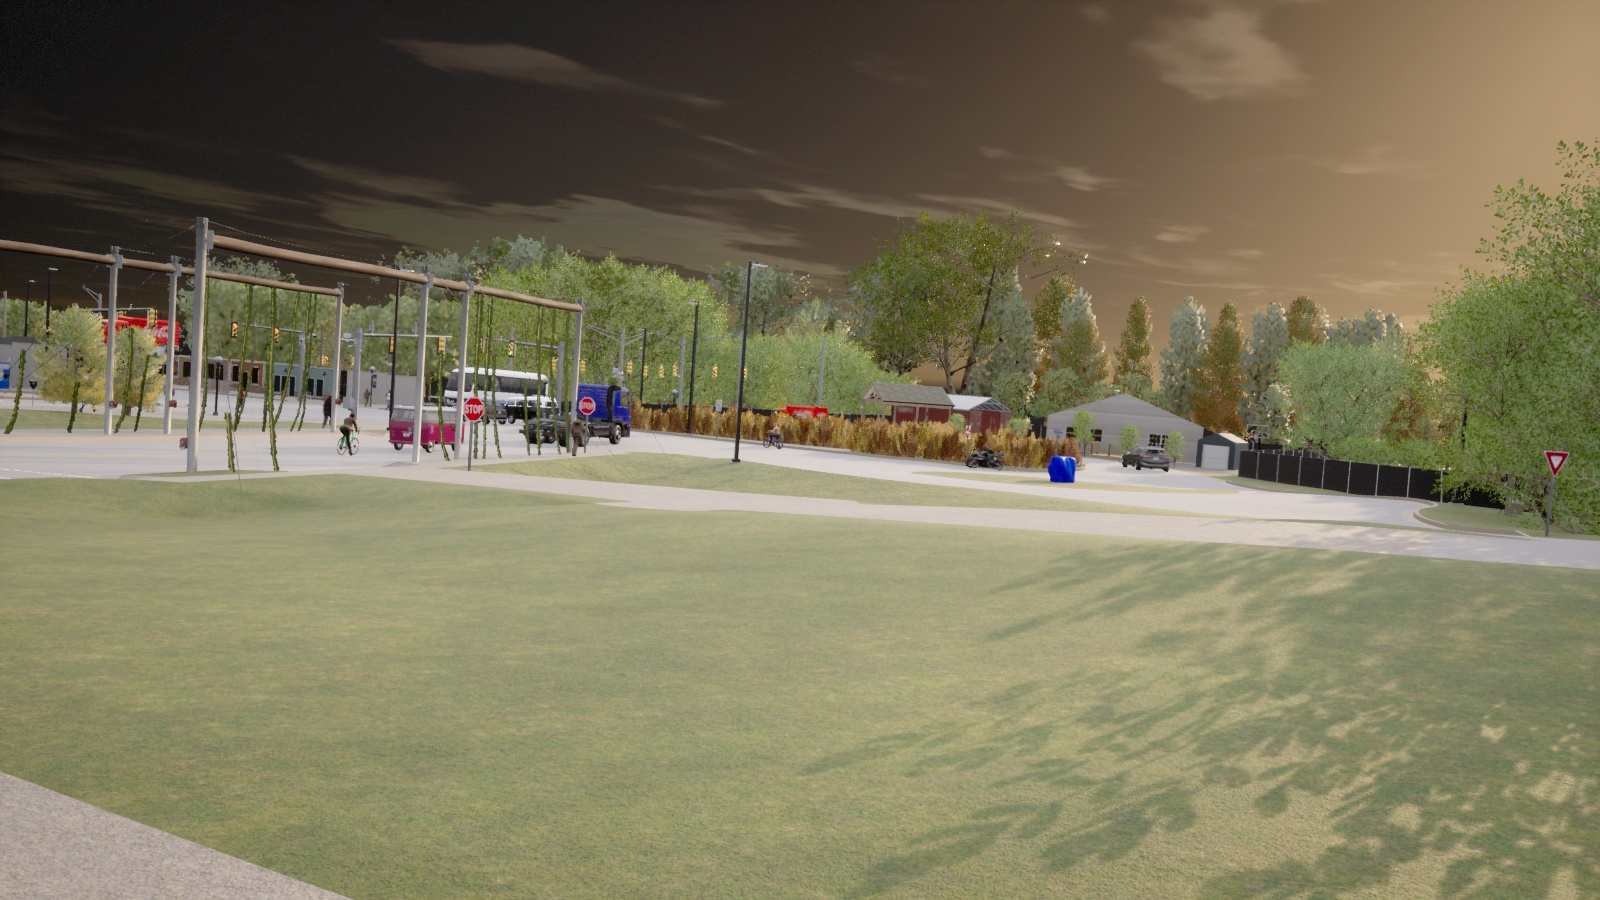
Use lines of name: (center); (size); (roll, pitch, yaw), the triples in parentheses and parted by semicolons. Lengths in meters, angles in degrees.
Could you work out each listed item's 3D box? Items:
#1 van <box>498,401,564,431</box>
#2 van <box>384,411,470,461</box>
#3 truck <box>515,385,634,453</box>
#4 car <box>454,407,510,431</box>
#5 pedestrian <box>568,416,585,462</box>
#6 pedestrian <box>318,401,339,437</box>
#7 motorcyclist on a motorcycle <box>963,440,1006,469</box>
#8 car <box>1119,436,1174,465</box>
van: (-19.261, -2.458, 89.871); (4.480, 2.038, 2.069); (3, 3, 36)
van: (-16.404, -0.647, 55.471); (1.775, 1.987, 4.442); (4, 2, 10)
truck: (-12.521, -1.824, 70.635); (2.891, 3.462, 7.936); (4, 4, 19)
car: (-22.151, -2.188, 87.417); (3.705, 1.549, 1.789); (3, 3, 35)
pedestrian: (-9.566, -0.467, 53.796); (0.396, 1.930, 0.692); (4, 3, 11)
pedestrian: (-25.009, -1.639, 66.658); (0.634, 1.844, 0.899); (4, 3, 10)
motorcyclist on a motorcycle: (10.848, 0.257, 73.805); (2.191, 1.530, 0.866); (4, 3, -7)
car: (23.754, 0.025, 86.345); (2.242, 1.667, 4.611); (2, 3, -3)
